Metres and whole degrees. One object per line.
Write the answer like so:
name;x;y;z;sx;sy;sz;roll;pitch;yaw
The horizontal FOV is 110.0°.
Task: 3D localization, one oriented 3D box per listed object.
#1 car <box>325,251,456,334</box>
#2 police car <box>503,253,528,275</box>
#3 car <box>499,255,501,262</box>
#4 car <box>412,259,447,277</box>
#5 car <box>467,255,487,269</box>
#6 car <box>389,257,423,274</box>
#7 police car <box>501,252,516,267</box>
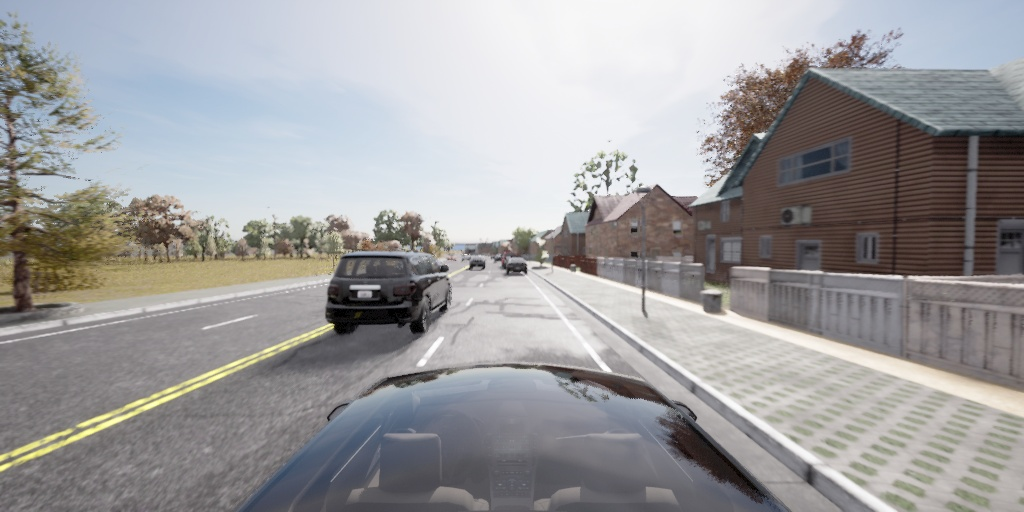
car;-3.200;0.880;10.416;2.150;2.045;5.566;0;1;-1
police car;0.403;0.825;33.710;1.930;1.638;5.238;0;1;-2
car;-0.306;0.457;49.716;2.150;2.045;5.566;0;1;-3
car;-7.102;0.986;31.486;2.033;1.411;5.357;0;1;-2
car;-4.145;0.807;43.768;1.837;1.490;4.892;0;1;-3
car;-10.508;0.889;36.074;2.128;1.511;4.902;0;0;-2
police car;-0.010;0.719;43.768;1.930;1.638;5.238;0;1;-3
